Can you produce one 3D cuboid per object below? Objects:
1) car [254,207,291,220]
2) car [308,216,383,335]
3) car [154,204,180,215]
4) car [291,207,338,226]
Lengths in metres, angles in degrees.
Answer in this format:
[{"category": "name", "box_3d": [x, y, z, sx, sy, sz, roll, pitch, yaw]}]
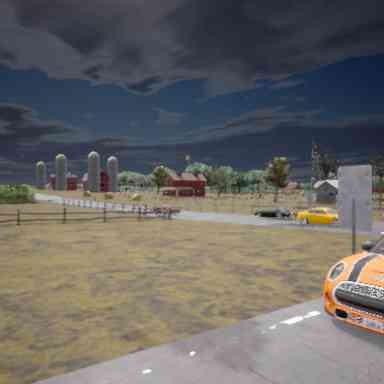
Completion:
[{"category": "car", "box_3d": [9.064, 2.303, 36.466, 1.895, 1.301, 4.718, -1, -1, -35]}, {"category": "car", "box_3d": [4.543, 1.420, 6.333, 4.553, 1.767, 2.097, 1, 0, -36]}, {"category": "car", "box_3d": [-3.618, 2.469, 47.890, 1.882, 1.535, 5.008, -1, 0, -35]}, {"category": "car", "box_3d": [10.965, 2.046, 27.246, 1.882, 1.535, 5.008, -1, -1, -32]}]
